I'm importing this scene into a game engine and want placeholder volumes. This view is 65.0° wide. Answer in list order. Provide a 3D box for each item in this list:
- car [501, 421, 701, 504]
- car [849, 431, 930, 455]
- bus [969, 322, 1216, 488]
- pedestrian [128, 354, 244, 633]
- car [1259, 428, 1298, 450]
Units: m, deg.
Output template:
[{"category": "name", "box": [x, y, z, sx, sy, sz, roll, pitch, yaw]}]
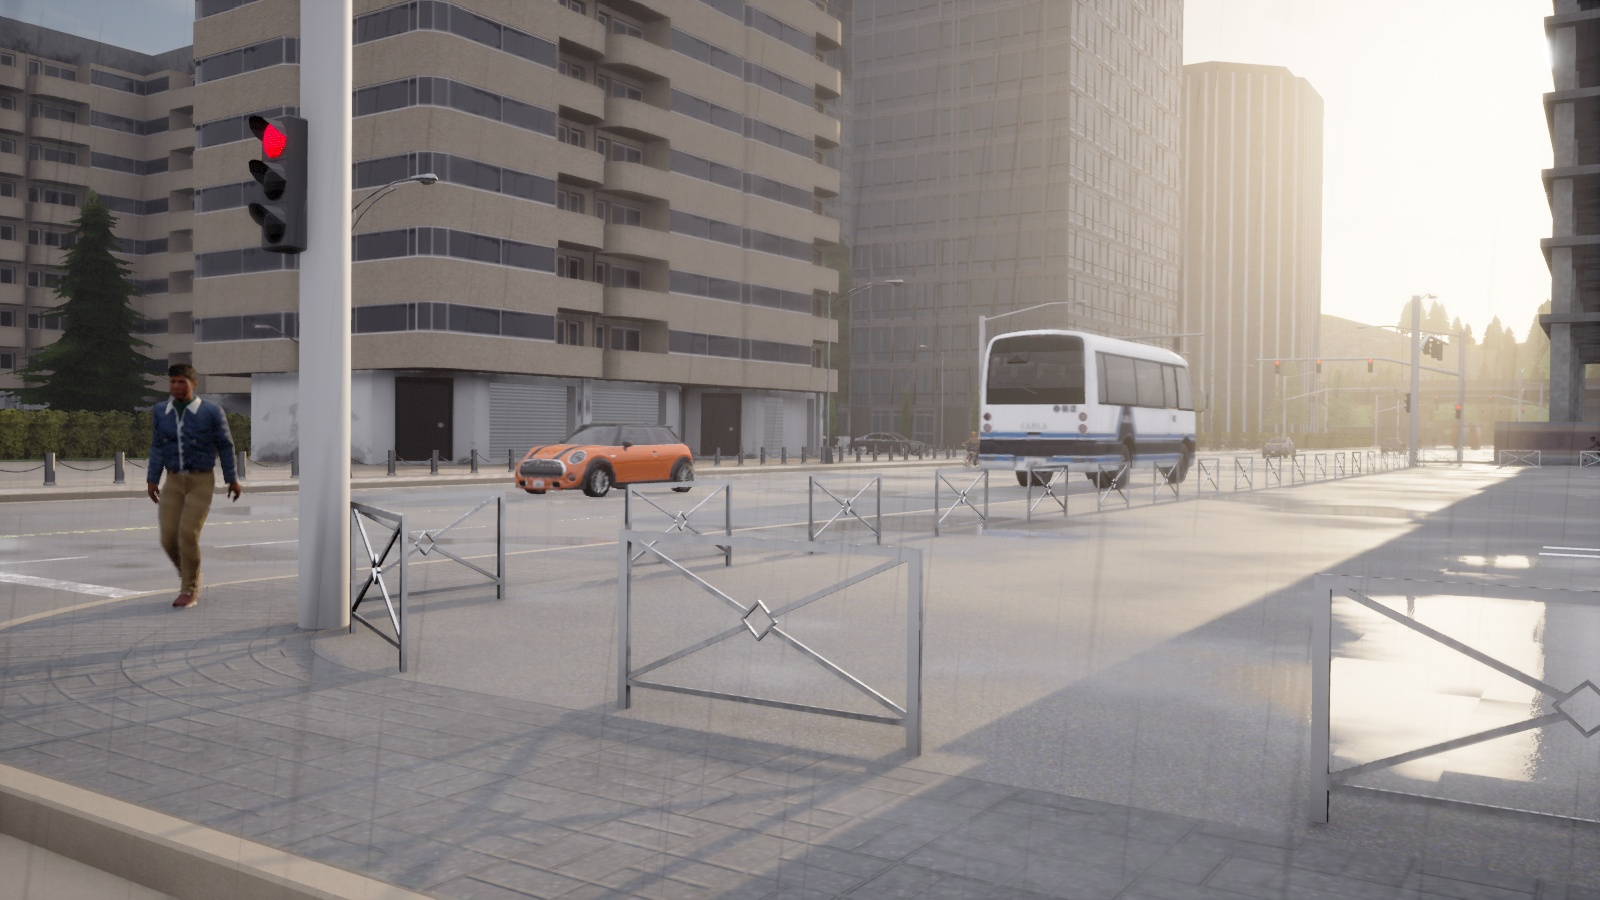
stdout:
[{"category": "car", "box": [-4.546, 0.231, 29.329, 2.097, 1.767, 4.553, 0, 1, 33]}, {"category": "car", "box": [5.742, -0.475, 80.826, 4.892, 1.490, 1.837, 0, 1, 33]}, {"category": "bus", "box": [9.085, -1.240, 37.558, 3.944, 4.253, 10.273, 0, 1, 33]}, {"category": "pedestrian", "box": [-4.469, 0.300, 9.178, 0.423, 1.949, 0.788, -1, 1, 0]}, {"category": "car", "box": [33.980, -0.779, 89.108, 1.845, 1.501, 3.633, 0, 1, 33]}]
